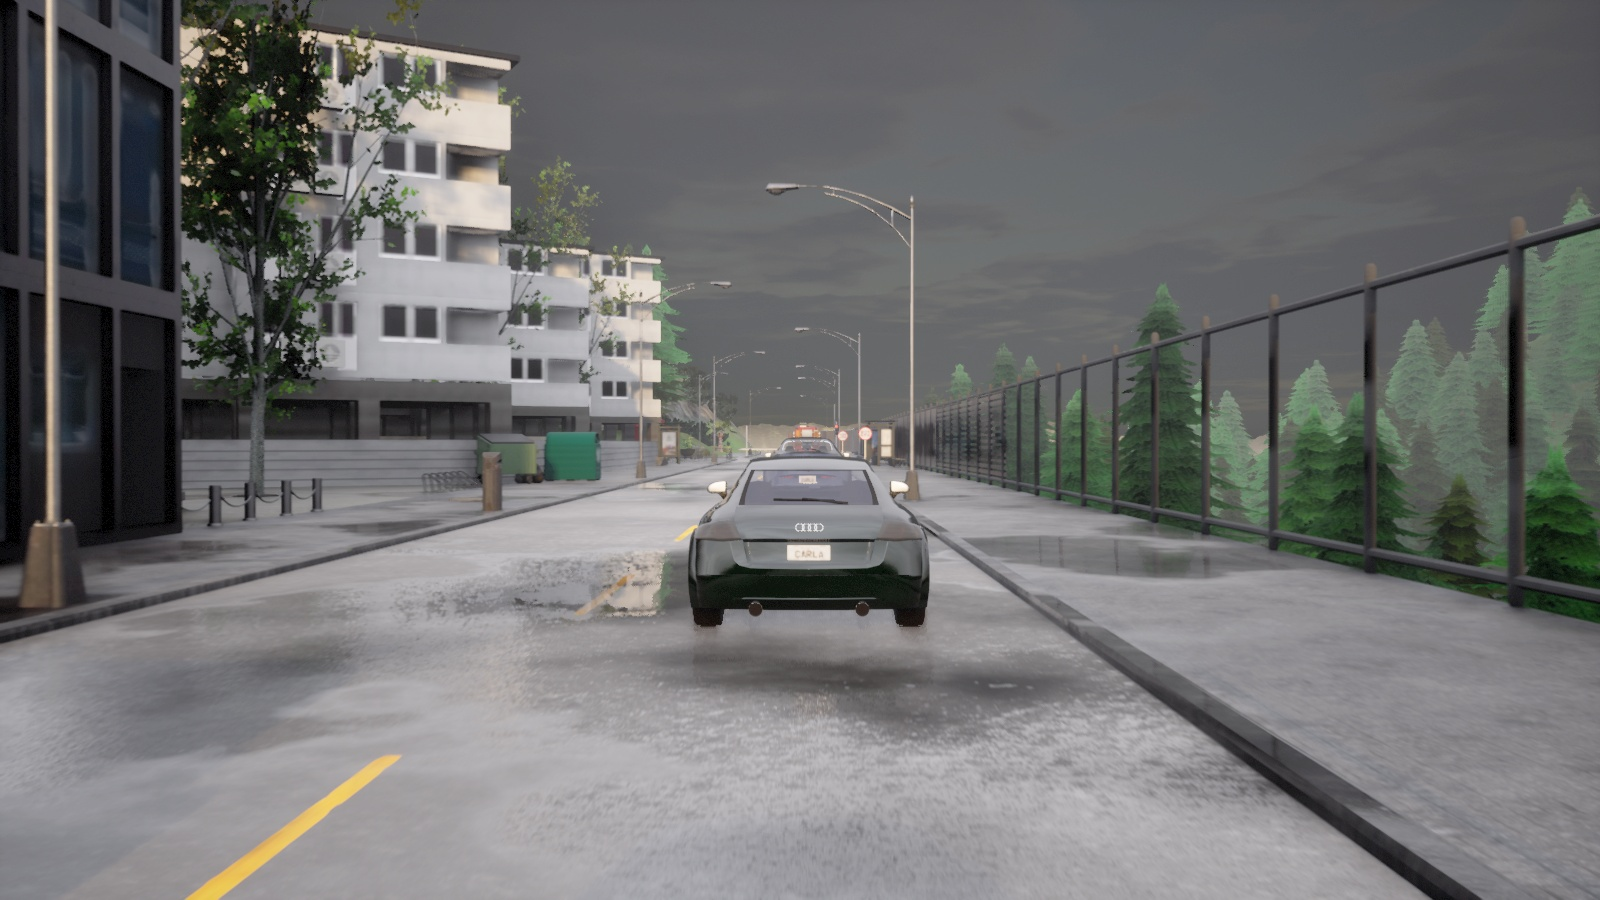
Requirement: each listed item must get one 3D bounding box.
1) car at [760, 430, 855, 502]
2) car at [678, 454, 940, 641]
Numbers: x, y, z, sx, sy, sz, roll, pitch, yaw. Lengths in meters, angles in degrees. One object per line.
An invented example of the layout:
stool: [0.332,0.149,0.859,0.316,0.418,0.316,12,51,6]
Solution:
car: [0.184,0.350,31.109,2.152,1.651,5.027,0,0,0]
car: [0.078,0.745,11.641,1.994,1.385,4.181,0,0,0]
